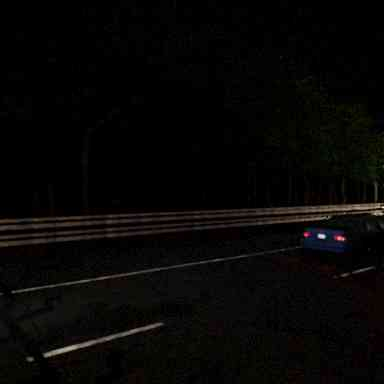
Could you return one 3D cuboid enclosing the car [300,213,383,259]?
[{"bbox_3d":[6.386,1.530,12.602,5.357,1.411,2.033,0,0,-36],"label":"car"}]
